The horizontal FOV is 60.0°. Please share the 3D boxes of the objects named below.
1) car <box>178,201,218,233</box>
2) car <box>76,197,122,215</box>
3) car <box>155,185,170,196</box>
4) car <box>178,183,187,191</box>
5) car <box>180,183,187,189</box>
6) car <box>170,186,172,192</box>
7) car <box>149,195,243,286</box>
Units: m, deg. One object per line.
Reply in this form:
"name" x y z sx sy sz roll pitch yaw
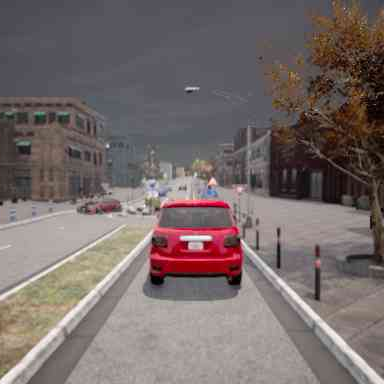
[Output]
"car" 0.538 1.414 20.310 2.033 1.411 5.357 0 1 5
"car" -7.978 1.169 28.932 1.994 1.385 4.181 1 2 27
"car" -5.332 0.043 55.863 1.882 1.535 5.008 0 3 0
"car" -2.291 -1.080 79.634 1.812 1.442 4.674 0 2 0
"car" -2.308 -1.632 89.624 1.812 1.442 4.674 0 2 0
"car" -5.277 -0.731 71.626 1.812 1.442 4.674 0 3 0
"car" 0.113 1.219 9.570 2.150 2.045 5.566 0 0 1
